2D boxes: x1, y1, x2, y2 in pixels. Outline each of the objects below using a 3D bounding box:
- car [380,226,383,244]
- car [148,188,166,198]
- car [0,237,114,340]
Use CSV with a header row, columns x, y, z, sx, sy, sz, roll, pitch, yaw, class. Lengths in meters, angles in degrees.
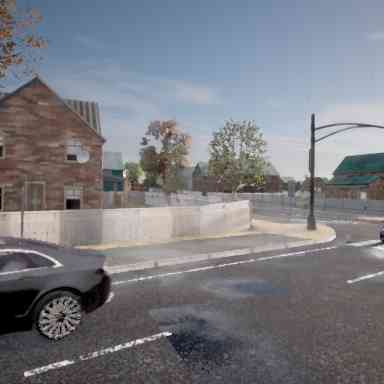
x,y,z,sx,sy,sz,roll,pitch,yaw,class
10.147,1.544,14.595,4.674,1.442,1.812,0,0,-34,car
-6.544,0.335,61.636,2.150,2.045,5.566,1,1,-21,car
-3.643,1.491,4.946,4.902,1.511,2.128,0,0,-36,car
